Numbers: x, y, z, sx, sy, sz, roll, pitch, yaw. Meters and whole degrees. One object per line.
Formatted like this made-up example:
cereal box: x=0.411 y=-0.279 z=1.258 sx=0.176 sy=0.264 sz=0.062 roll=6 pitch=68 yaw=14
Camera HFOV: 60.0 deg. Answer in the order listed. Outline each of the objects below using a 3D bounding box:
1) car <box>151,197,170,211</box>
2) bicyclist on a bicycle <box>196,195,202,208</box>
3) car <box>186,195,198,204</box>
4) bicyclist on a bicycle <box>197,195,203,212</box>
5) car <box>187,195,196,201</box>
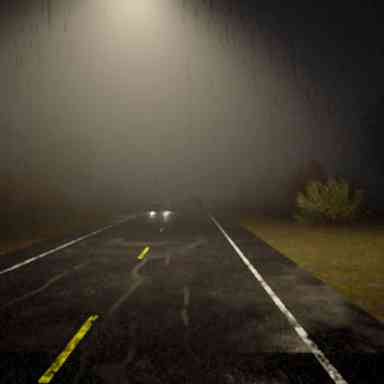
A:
car: x=-3.613 y=1.377 z=38.425 sx=1.882 sy=1.535 sz=5.008 roll=0 pitch=0 yaw=0
bicyclist on a bicycle: x=0.943 y=1.249 z=44.641 sx=0.659 sy=1.776 sz=1.843 roll=0 pitch=0 yaw=0
car: x=0.052 y=1.396 z=57.252 sx=1.994 sy=1.385 sz=4.181 roll=0 pitch=0 yaw=0
bicyclist on a bicycle: x=0.945 y=1.360 z=36.116 sx=0.582 sy=1.620 sz=1.656 roll=0 pitch=0 yaw=0
car: x=-0.035 y=1.311 z=74.211 sx=1.994 sy=1.385 sz=4.181 roll=0 pitch=0 yaw=0
